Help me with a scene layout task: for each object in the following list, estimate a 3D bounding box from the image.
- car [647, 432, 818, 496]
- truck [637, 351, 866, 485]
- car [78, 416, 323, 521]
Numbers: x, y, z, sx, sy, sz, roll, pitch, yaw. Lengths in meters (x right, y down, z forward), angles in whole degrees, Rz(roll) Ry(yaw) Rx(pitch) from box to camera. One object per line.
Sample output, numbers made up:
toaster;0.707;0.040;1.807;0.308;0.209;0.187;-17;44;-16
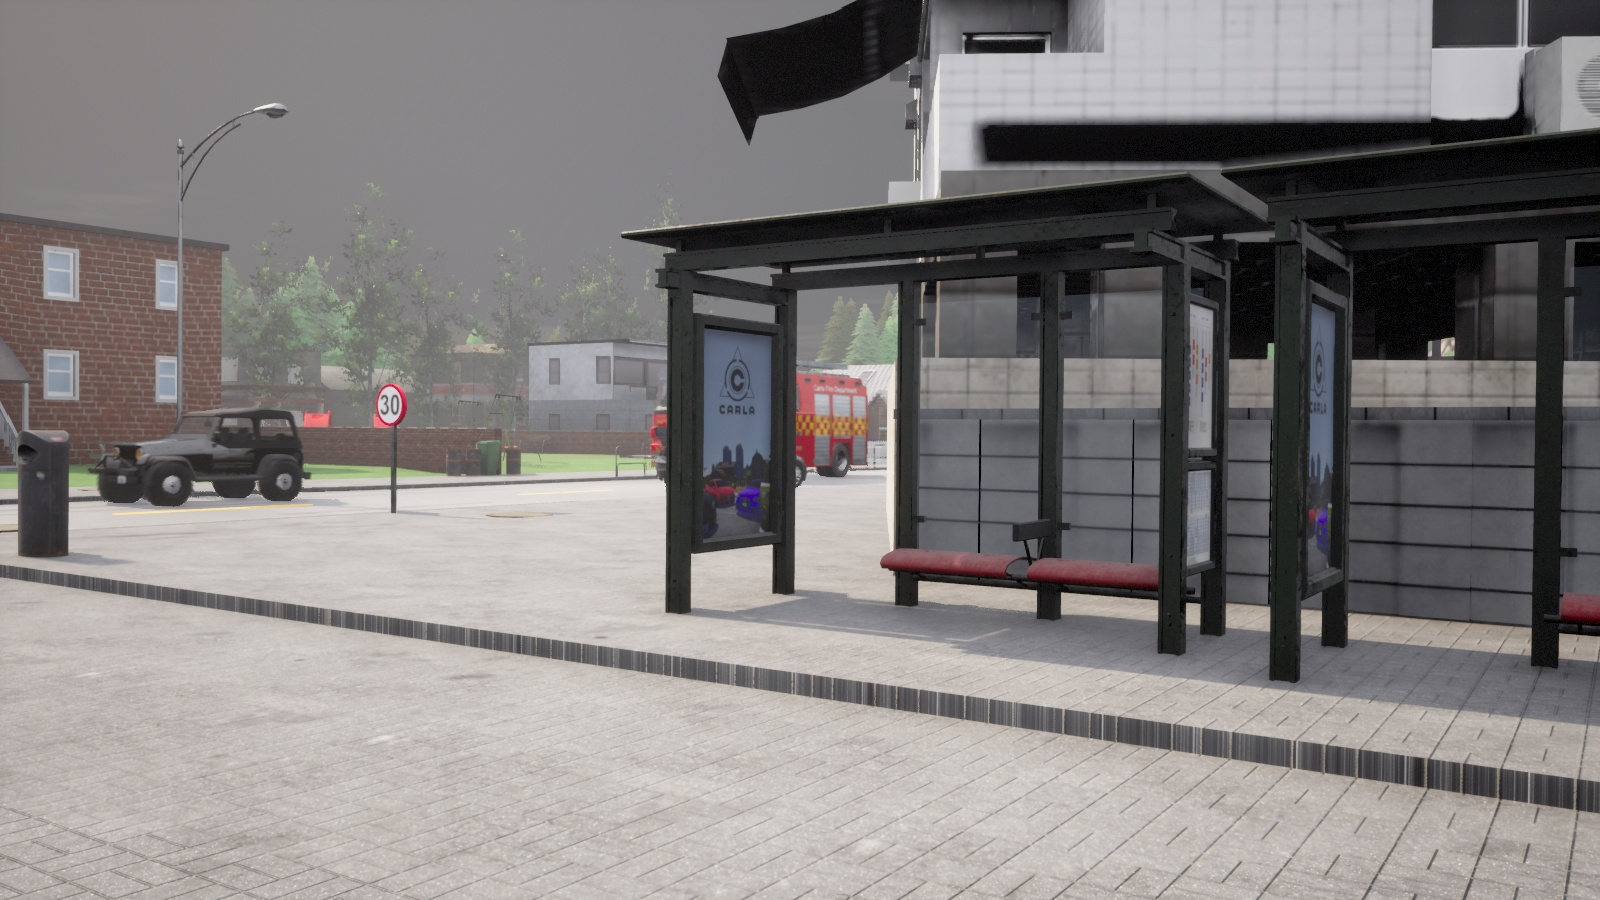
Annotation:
car;-1.626;0.309;32.402;1.837;1.490;4.892;0;1;34
truck;-1.290;-0.970;40.144;2.891;3.827;8.468;0;1;34
car;-11.621;0.297;24.572;1.905;1.878;3.866;0;1;34
